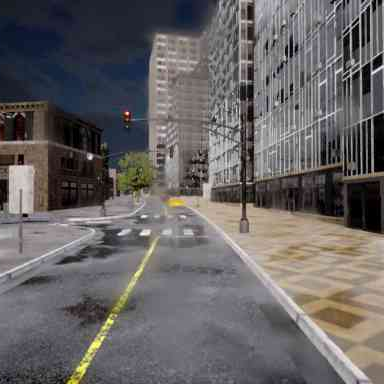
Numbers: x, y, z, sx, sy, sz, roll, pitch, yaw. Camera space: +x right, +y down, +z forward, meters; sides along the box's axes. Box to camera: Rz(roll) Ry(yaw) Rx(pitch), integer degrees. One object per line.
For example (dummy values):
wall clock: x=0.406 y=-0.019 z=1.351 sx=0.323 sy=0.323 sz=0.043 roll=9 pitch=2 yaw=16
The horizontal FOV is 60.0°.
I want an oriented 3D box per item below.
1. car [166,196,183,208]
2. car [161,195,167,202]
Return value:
car: x=-2.276 y=1.473 z=46.752 sx=1.882 sy=1.535 sz=5.008 roll=0 pitch=0 yaw=-5
car: x=-5.990 y=1.508 z=75.562 sx=1.812 sy=1.442 sz=4.674 roll=0 pitch=0 yaw=-9
